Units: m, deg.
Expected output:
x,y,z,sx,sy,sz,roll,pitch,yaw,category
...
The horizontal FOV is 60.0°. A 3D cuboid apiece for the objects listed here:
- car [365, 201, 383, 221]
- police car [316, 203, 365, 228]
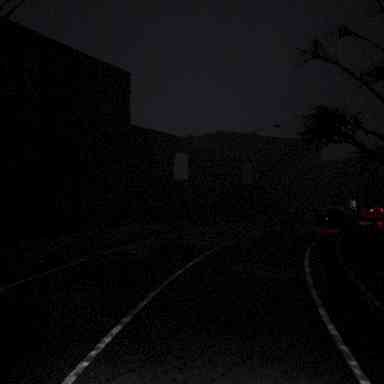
x,y,z,sx,sy,sz,roll,pitch,yaw,category
17.694,1.720,30.844,4.553,1.767,2.097,1,0,-36,car
10.892,1.660,24.663,1.930,1.638,5.238,1,0,41,police car
